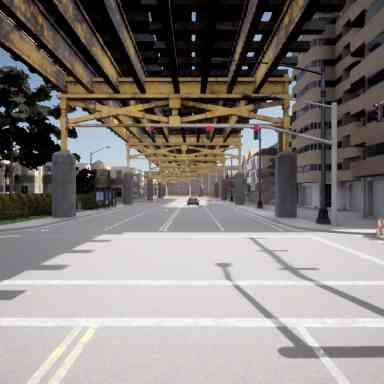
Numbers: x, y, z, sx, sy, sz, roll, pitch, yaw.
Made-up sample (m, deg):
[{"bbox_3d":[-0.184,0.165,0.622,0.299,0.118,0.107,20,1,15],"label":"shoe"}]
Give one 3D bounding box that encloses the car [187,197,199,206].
[{"bbox_3d":[0.178,1.564,56.250,1.994,1.385,4.181,0,0,0],"label":"car"}]
